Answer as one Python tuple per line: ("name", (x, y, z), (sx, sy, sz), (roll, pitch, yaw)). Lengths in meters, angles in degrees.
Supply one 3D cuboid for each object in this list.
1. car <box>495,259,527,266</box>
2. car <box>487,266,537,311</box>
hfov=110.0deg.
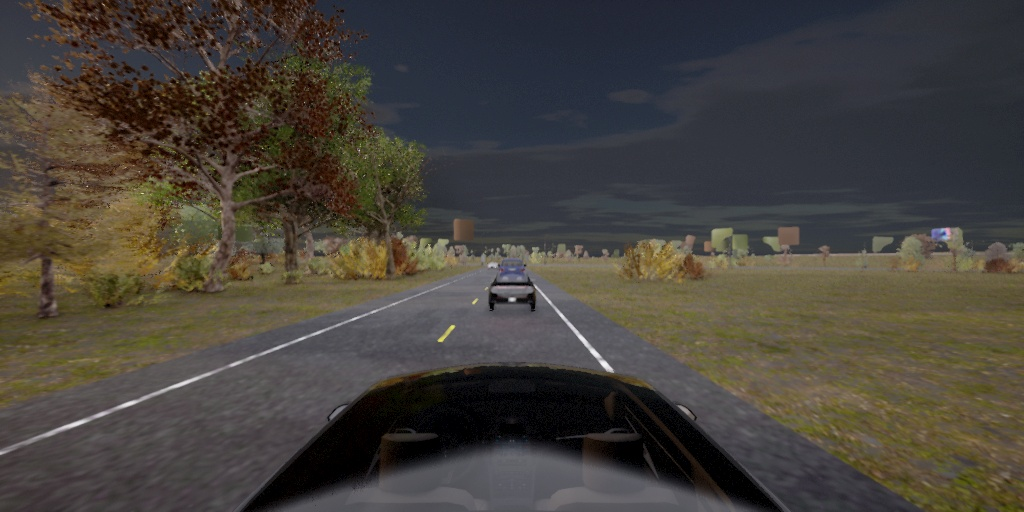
("car", (0.020, 1.245, 29.426), (2.150, 2.045, 5.566), (0, 0, 0))
("car", (0.027, 1.377, 15.346), (2.128, 1.511, 4.902), (0, 0, 1))
